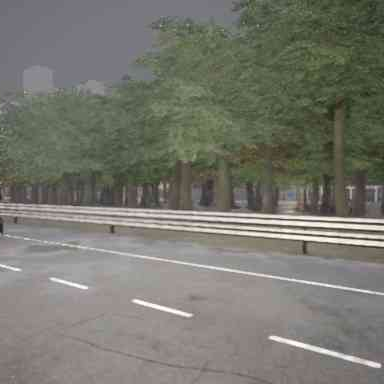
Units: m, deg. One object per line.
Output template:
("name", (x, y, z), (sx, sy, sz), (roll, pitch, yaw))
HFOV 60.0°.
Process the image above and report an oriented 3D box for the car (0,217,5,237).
("car", (-10.993, 1.498, 16.029), (5.008, 1.535, 1.882), (0, 0, 36))
